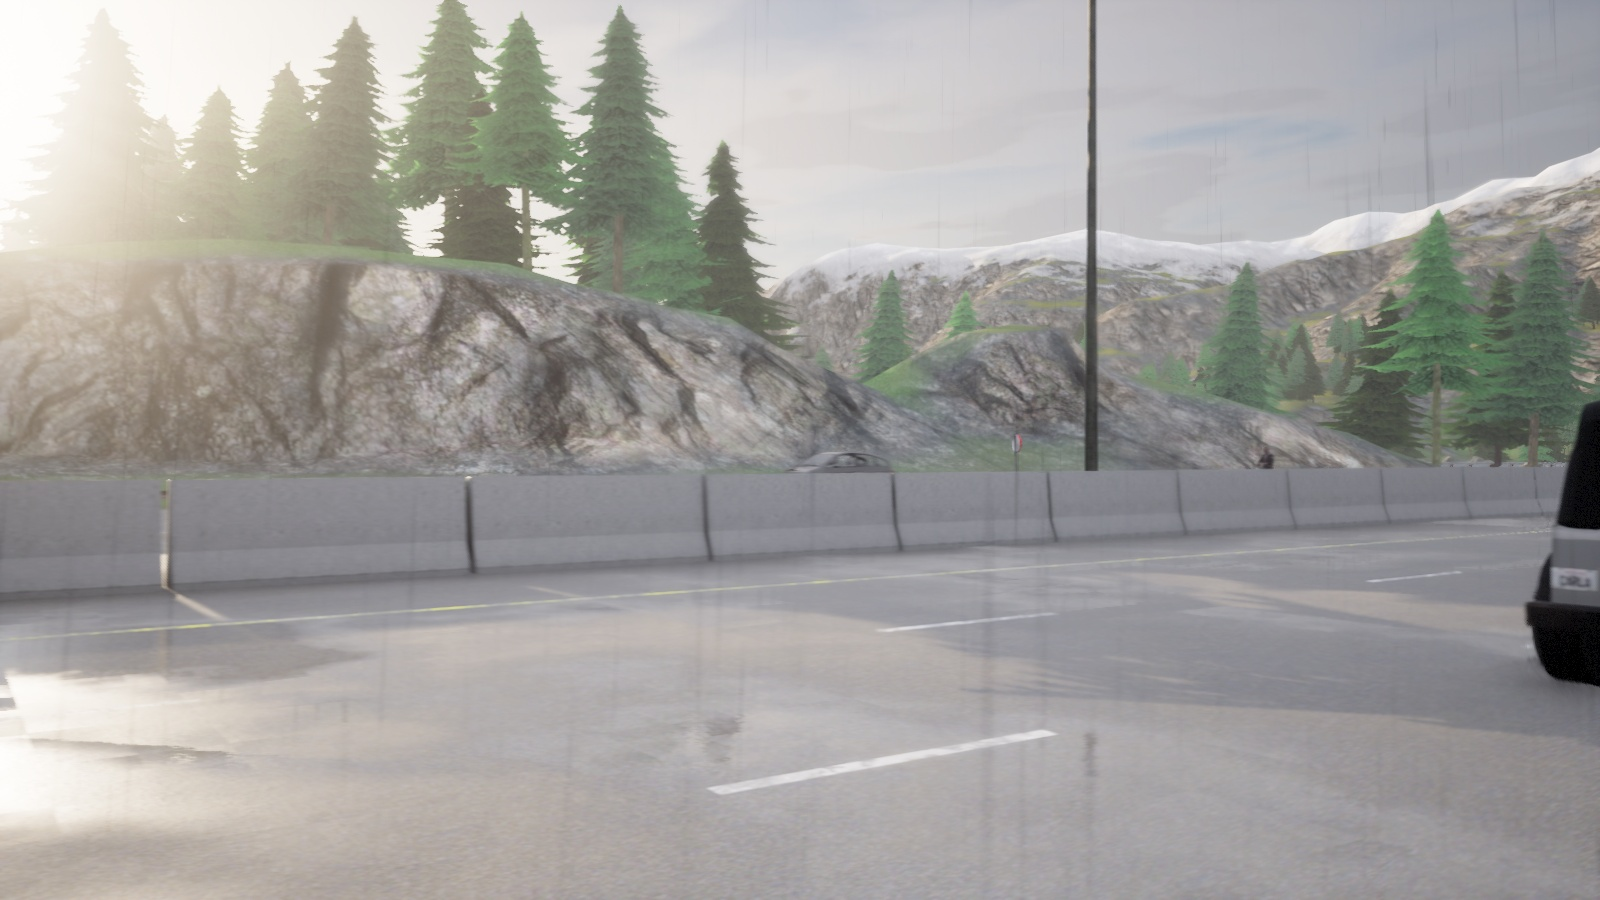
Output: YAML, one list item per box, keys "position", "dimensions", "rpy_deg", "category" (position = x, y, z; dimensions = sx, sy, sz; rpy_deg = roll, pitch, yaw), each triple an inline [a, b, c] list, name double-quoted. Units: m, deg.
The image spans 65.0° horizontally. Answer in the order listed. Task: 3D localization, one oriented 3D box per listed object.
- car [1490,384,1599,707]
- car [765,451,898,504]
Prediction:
- position: [6.424, 0.548, 8.131]
  dimensions: [3.866, 1.878, 1.905]
  rpy_deg: [0, 0, -35]
  category: "car"
- position: [0.979, 0.817, 38.455]
  dimensions: [3.705, 1.549, 1.789]
  rpy_deg: [0, 0, -35]
  category: "car"
